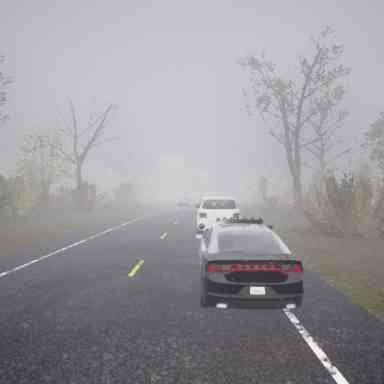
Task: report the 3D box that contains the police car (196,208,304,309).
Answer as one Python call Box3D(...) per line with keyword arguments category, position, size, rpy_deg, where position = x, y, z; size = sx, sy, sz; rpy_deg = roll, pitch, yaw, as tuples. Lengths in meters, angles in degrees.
Box3D(category="police car", position=(1.127, 1.430, 8.088), size=(1.930, 1.638, 5.238), rpy_deg=(0, 0, 1))

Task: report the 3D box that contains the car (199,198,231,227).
Box3D(category="car", position=(1.584, 1.371, 23.871), size=(2.097, 1.767, 4.553), rpy_deg=(0, 0, 2))

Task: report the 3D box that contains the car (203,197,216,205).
Box3D(category="car", position=(3.382, 1.723, 63.426), size=(2.033, 1.411, 5.357), rpy_deg=(0, 0, 6))

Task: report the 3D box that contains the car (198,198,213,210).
Box3D(category="car", position=(1.931, 1.594, 46.345), size=(1.837, 1.490, 4.892), rpy_deg=(0, 0, 5))

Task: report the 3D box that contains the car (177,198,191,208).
Box3D(category="car", position=(-1.160, 1.663, 51.818), size=(2.033, 1.411, 5.357), rpy_deg=(0, 0, 5))

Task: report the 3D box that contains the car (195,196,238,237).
Box3D(category="car", position=(1.367, 1.236, 17.961), size=(2.150, 2.045, 5.566), rpy_deg=(0, 0, 2))
